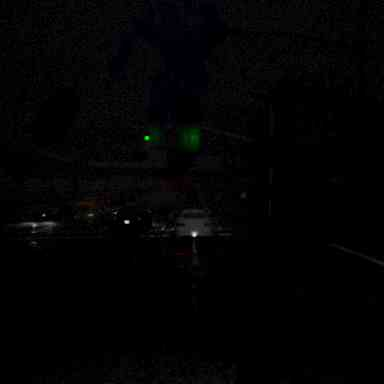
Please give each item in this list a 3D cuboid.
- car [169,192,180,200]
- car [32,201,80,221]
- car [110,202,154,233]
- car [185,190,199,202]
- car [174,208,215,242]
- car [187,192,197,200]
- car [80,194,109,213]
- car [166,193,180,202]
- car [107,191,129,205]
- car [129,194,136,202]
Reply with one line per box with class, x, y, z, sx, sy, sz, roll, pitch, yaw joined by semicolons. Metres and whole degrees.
car;-3.501;0.794;67.533;1.994;1.385;4.181;0;1;0
car;-10.588;1.463;25.744;1.994;1.385;4.181;0;1;0
car;-3.399;1.524;19.349;1.994;1.385;4.181;0;0;0
car;0.000;0.671;56.490;2.150;2.045;5.566;0;1;0
car;0.100;1.507;16.117;1.812;1.442;4.674;0;0;0
car;-0.001;0.791;67.116;2.033;1.411;5.357;0;1;0
car;-10.543;1.279;34.815;1.882;1.535;5.008;0;1;1
car;-3.501;0.958;57.232;1.812;1.442;4.674;0;1;0
car;-10.500;0.878;44.851;2.150;2.045;5.566;0;1;0
car;-10.501;1.012;55.263;2.033;1.411;5.357;0;1;0
